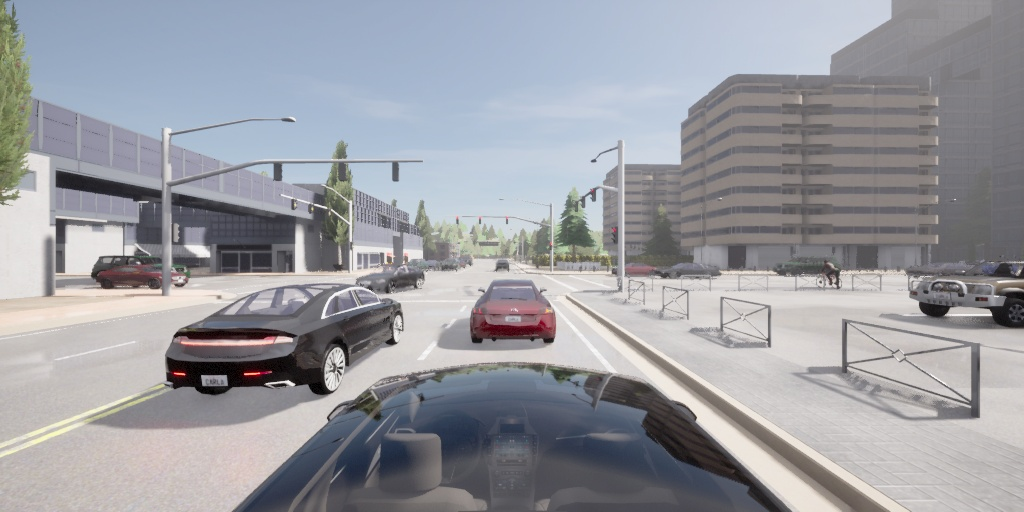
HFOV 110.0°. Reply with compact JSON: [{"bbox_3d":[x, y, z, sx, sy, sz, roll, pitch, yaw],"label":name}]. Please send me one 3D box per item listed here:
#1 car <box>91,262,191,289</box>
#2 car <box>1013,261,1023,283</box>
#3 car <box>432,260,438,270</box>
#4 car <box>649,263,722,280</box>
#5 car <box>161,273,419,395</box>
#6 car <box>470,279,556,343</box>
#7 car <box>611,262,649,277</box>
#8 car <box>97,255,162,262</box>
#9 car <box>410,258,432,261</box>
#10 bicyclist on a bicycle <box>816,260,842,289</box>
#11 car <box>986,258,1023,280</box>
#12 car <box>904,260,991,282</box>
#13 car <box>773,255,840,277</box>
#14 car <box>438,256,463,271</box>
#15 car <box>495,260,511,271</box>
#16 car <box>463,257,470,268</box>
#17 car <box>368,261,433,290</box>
[{"bbox_3d":[-22.881,1.276,22.237,4.674,1.442,1.812,0,0,0],"label":"car"},{"bbox_3d":[43.309,1.314,28.389,4.181,1.385,1.994,0,0,-1],"label":"car"},{"bbox_3d":[-11.972,1.297,53.643,2.033,1.411,5.357,0,0,-1],"label":"car"},{"bbox_3d":[15.245,1.297,31.217,5.357,1.411,2.033,0,0,-2],"label":"car"},{"bbox_3d":[-3.472,1.242,6.610,2.128,1.511,4.902,0,0,0],"label":"car"},{"bbox_3d":[0.014,1.314,9.667,1.994,1.385,4.181,0,0,0],"label":"car"},{"bbox_3d":[11.756,1.314,34.615,4.181,1.385,1.994,0,0,-2],"label":"car"},{"bbox_3d":[-26.437,0.971,25.635,5.566,2.045,2.150,0,0,-1],"label":"car"},{"bbox_3d":[-11.756,1.102,44.178,2.097,1.767,4.553,0,0,0],"label":"car"},{"bbox_3d":[17.933,1.052,20.308,0.582,1.620,1.656,0,0,-2],"label":"bicyclist on a bicycle"},{"bbox_3d":[46.743,1.265,35.552,5.008,1.535,1.882,0,0,-2],"label":"car"},{"bbox_3d":[38.365,1.298,31.872,5.357,1.411,2.033,0,0,-1],"label":"car"},{"bbox_3d":[28.829,0.971,35.118,5.566,2.045,2.150,0,0,-2],"label":"car"},{"bbox_3d":[-8.339,1.102,49.067,2.097,1.767,4.553,0,0,-1],"label":"car"},{"bbox_3d":[-1.266,1.255,49.840,1.837,1.490,4.892,0,0,-1],"label":"car"},{"bbox_3d":[-8.604,1.314,59.035,1.994,1.385,4.181,0,0,-1],"label":"car"},{"bbox_3d":[-6.653,1.241,19.949,2.128,1.511,4.902,0,0,15],"label":"car"}]
